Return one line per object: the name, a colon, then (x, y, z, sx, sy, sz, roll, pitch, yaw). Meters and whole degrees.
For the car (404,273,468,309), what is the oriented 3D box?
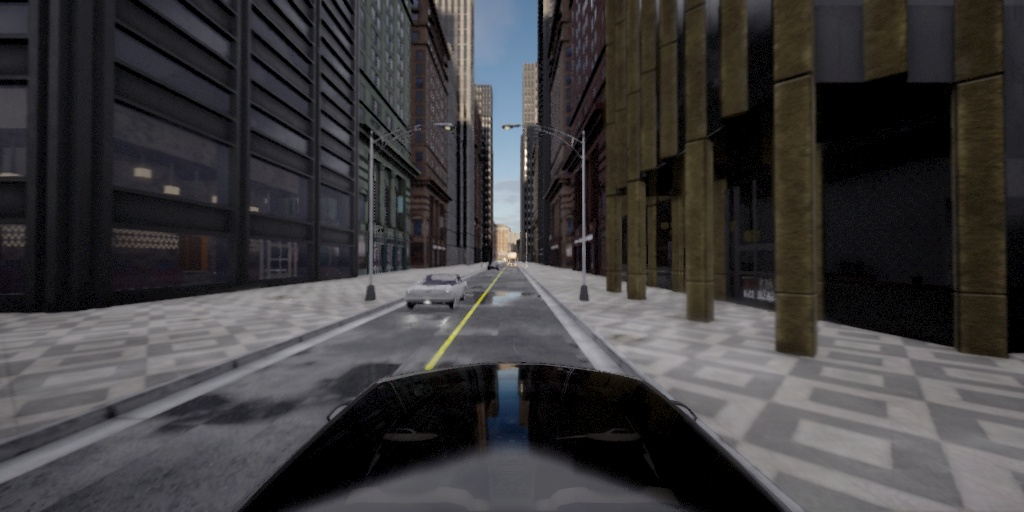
car: (-3.104, 1.424, 15.434, 1.895, 1.301, 4.718, 0, 0, 0)

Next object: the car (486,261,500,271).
car: (-3.059, 1.622, 58.114, 1.837, 1.490, 4.892, 0, 0, 1)
